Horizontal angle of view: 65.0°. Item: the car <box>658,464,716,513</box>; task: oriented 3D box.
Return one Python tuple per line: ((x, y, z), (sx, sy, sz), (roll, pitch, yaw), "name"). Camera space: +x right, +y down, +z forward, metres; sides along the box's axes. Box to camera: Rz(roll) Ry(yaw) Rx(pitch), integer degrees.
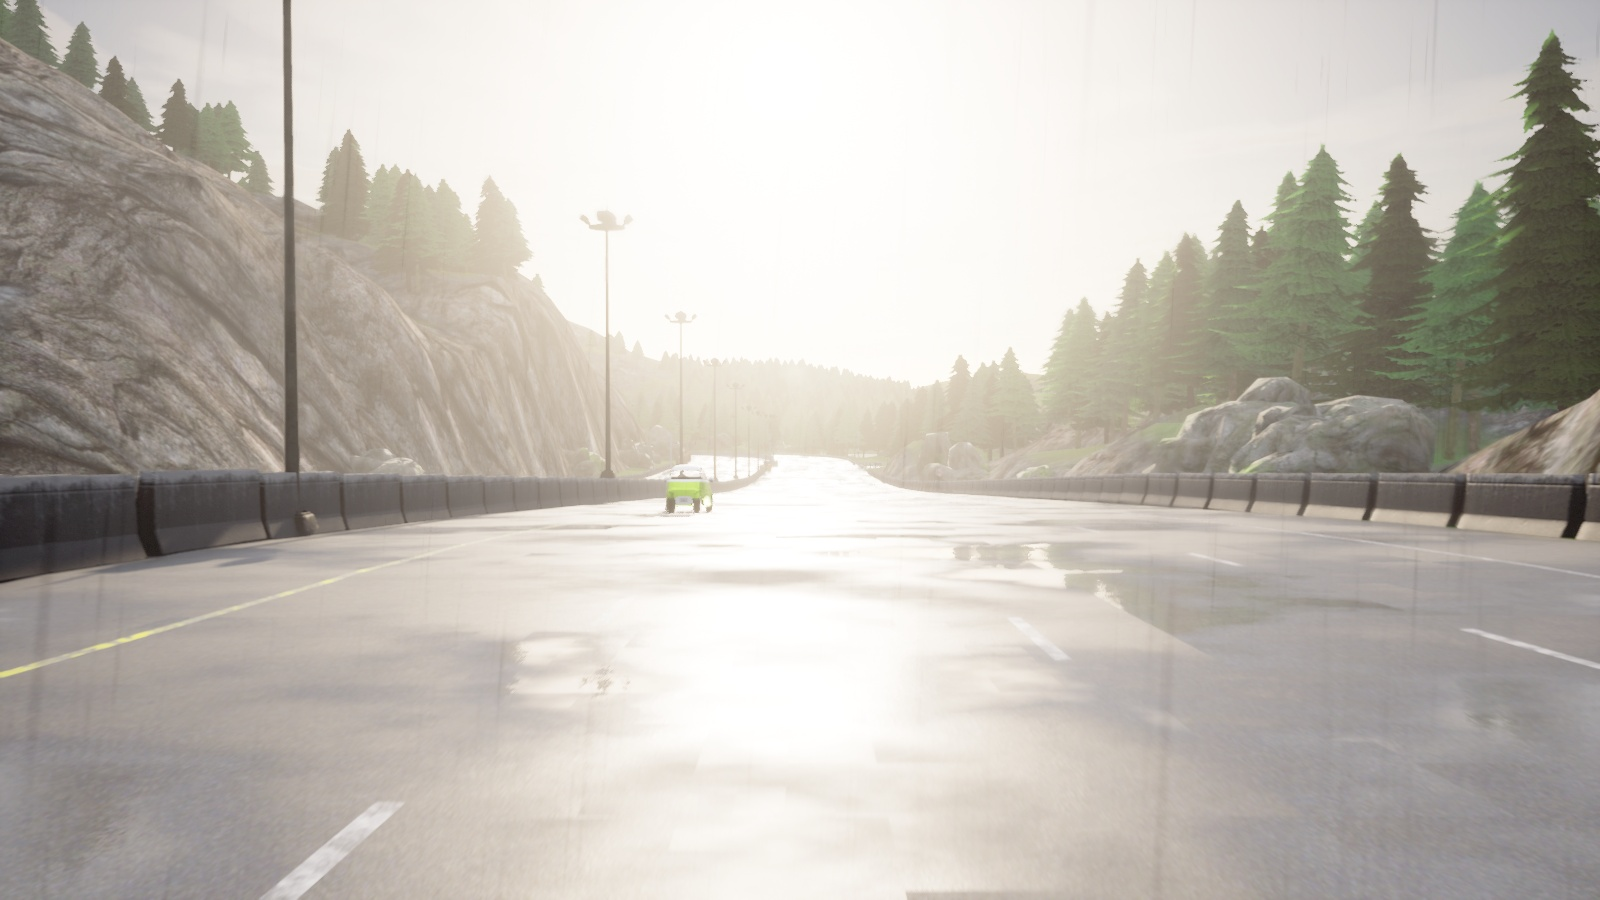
((-3.276, 1.114, 36.571), (1.481, 1.376, 2.207), (0, -1, 0), "car")
